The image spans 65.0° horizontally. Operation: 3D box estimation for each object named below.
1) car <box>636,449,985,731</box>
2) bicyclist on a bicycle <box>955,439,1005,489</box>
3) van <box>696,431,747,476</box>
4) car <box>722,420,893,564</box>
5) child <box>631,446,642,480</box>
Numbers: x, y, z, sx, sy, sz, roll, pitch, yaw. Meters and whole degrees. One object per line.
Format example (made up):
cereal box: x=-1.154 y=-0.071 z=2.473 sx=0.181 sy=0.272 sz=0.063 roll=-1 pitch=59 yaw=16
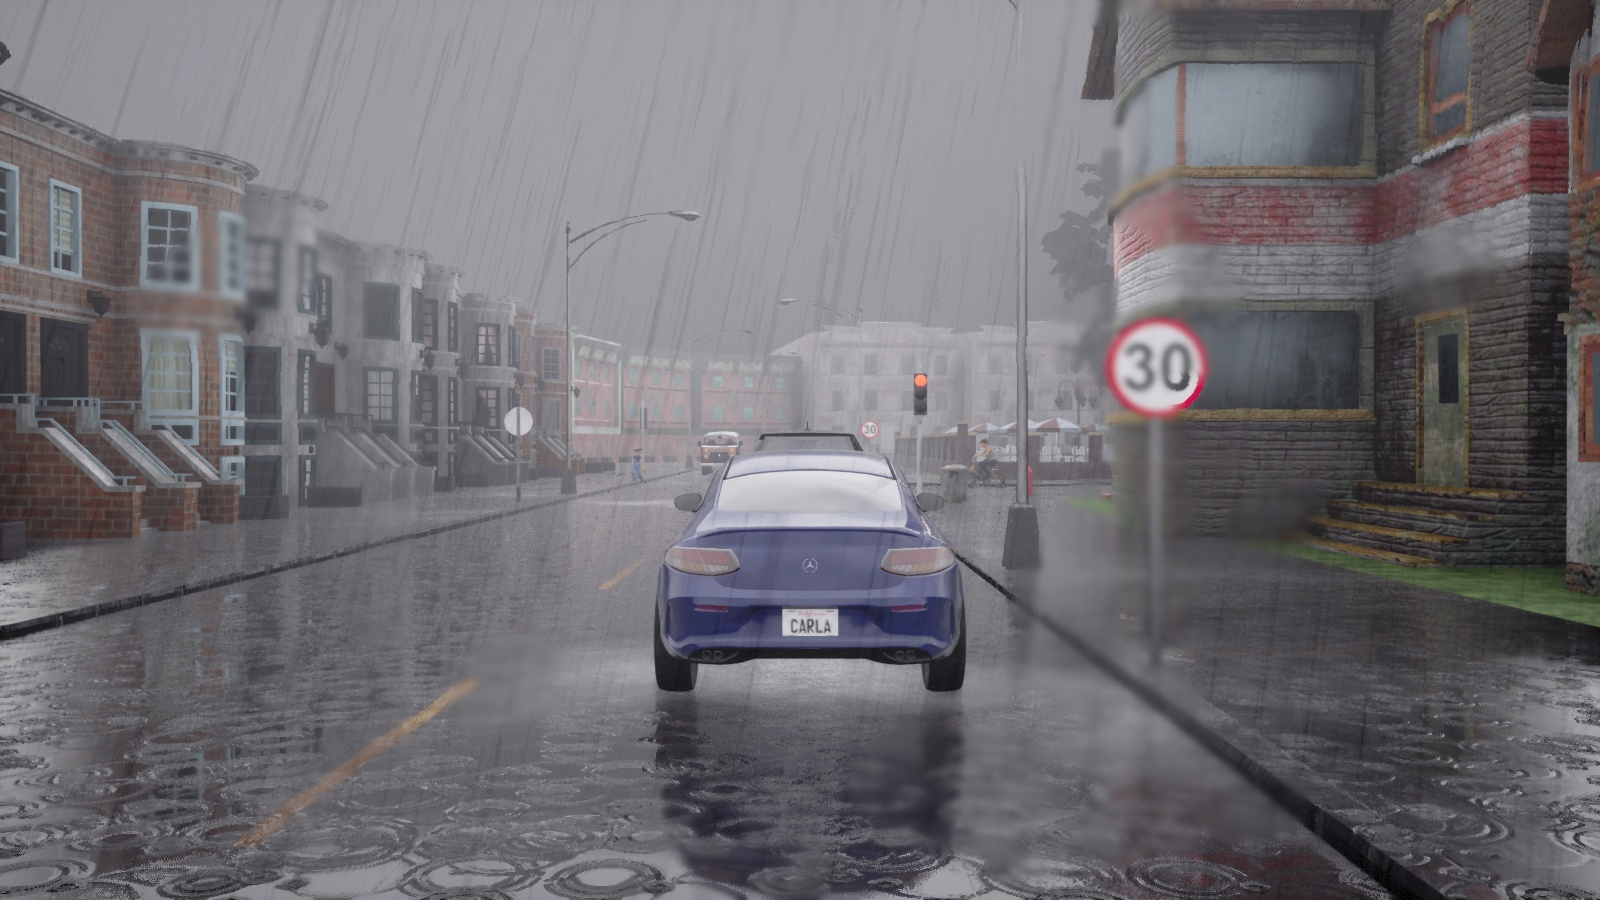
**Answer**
car: x=0.065 y=0.722 z=8.854 sx=1.812 sy=1.442 sz=4.674 roll=0 pitch=0 yaw=0
bicyclist on a bicycle: x=5.880 y=0.456 z=41.142 sx=1.509 sy=1.612 sz=0.866 roll=0 pitch=0 yaw=1
van: x=-3.675 y=0.131 z=59.481 sx=2.069 sy=2.038 sz=4.480 roll=0 pitch=0 yaw=0
car: x=0.110 y=0.505 z=17.764 sx=2.097 sy=1.767 sz=4.553 roll=0 pitch=0 yaw=0
child: x=-5.972 y=0.472 z=45.884 sx=0.270 sy=1.263 sz=0.437 roll=0 pitch=0 yaw=16
